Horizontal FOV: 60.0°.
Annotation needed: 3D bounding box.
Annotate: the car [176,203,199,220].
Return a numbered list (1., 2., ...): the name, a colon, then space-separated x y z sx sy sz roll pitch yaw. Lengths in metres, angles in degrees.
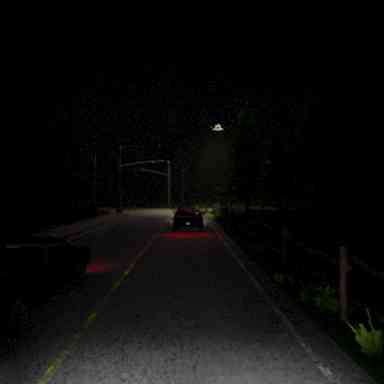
1. car: -0.440 1.793 31.982 2.033 1.411 5.357 0 0 -1

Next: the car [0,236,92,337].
1. car: -3.651 1.665 6.865 1.895 1.301 4.718 0 0 0

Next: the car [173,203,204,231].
1. car: -0.243 1.662 21.804 2.128 1.511 4.902 0 0 0
